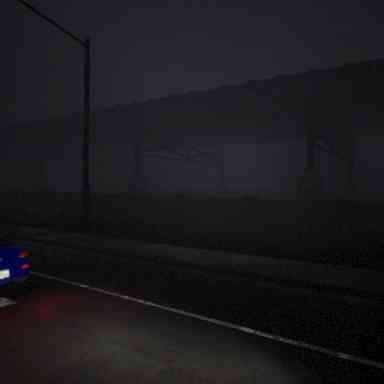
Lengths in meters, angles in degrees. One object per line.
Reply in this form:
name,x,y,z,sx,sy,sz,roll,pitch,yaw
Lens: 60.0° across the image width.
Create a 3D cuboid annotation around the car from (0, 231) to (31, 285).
car,-5.752,1.494,8.102,4.674,1.442,1.812,1,0,35
